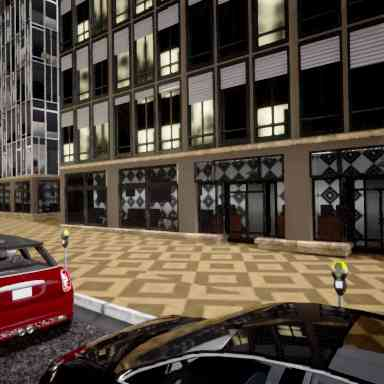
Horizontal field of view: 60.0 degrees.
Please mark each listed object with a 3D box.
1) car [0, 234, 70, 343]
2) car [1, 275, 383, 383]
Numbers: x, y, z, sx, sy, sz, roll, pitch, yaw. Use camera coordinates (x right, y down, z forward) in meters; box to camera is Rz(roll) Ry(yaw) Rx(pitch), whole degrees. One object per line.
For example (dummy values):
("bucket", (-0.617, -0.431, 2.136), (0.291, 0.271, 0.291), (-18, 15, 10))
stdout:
("car", (-3.911, 1.441, 5.819), (4.097, 1.590, 1.967), (0, -1, 37))
("car", (0.663, 1.566, 2.439), (4.313, 1.339, 1.947), (0, -1, 36))
